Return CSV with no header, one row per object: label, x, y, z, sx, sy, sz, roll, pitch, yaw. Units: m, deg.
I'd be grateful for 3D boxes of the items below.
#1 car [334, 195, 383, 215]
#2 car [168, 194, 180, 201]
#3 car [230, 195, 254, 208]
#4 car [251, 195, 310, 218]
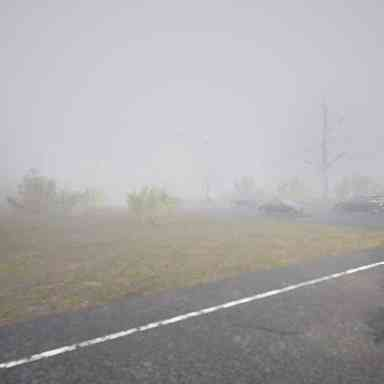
car,15.101,1.053,29.721,2.097,1.767,4.553,-1,1,-37
car,-3.891,1.039,54.763,1.882,1.535,5.008,-1,1,-37
car,6.746,1.134,40.738,2.128,1.511,4.902,-1,1,-37
car,7.592,1.284,28.046,1.812,1.442,4.674,-1,1,-37
